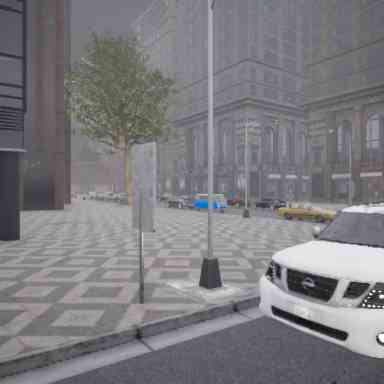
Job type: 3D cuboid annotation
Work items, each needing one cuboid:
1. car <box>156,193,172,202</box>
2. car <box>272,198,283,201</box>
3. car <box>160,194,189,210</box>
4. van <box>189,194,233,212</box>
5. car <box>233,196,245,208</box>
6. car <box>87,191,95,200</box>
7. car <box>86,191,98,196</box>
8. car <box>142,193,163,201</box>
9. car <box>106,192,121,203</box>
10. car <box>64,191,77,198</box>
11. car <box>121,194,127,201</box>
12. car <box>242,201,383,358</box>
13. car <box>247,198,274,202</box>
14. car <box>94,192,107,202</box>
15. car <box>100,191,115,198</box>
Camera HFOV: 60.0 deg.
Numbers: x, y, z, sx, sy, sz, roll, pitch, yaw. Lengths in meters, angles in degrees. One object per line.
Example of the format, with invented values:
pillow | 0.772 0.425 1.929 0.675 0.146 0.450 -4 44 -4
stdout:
car | -4.097 0.880 56.448 1.967 1.590 4.097 1 0 -35
car | 8.348 1.398 23.794 1.752 1.417 4.829 1 0 -35
car | -1.415 1.230 37.744 2.008 1.369 4.403 1 0 -35
van | 1.809 1.090 33.142 1.690 1.788 3.998 1 0 -35
car | 5.566 1.223 42.640 1.887 1.381 4.507 1 0 -35
car | -17.522 0.829 60.758 2.008 1.369 4.403 1 0 -35
car | -26.647 0.470 88.658 1.802 1.307 4.206 1 0 -35
car | -7.321 0.909 61.050 2.008 1.369 4.403 1 0 -35
car | -11.079 0.991 51.554 2.008 1.369 4.403 1 0 -35
car | -27.184 0.482 74.563 1.967 1.590 4.097 1 0 -35
car | -7.761 1.050 46.813 1.752 1.417 4.829 1 0 -35
car | 3.712 1.221 5.978 5.566 2.045 2.150 0 0 -36
car | 8.786 1.314 38.038 1.947 1.339 4.313 1 0 -35
car | -14.301 0.910 56.156 2.008 1.369 4.403 1 0 -35
car | -20.204 0.586 79.455 1.887 1.381 4.507 1 0 -35
